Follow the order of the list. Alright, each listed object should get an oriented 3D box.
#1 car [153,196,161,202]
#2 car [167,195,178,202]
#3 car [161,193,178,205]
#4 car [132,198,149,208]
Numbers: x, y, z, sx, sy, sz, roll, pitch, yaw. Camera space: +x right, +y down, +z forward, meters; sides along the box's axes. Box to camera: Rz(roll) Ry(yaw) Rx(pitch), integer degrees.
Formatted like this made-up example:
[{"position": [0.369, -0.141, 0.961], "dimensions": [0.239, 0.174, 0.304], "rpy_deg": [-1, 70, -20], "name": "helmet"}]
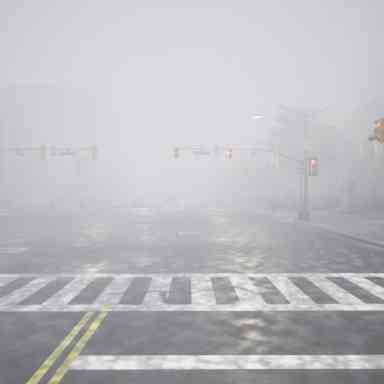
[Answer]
[{"position": [-7.751, 1.523, 74.177], "dimensions": [2.033, 1.411, 5.357], "rpy_deg": [0, 0, -11], "name": "car"}, {"position": [-4.340, 1.461, 75.023], "dimensions": [1.882, 1.535, 5.008], "rpy_deg": [0, 0, -11], "name": "car"}, {"position": [-3.718, 1.206, 59.375], "dimensions": [2.150, 2.045, 5.566], "rpy_deg": [0, 0, 0], "name": "car"}, {"position": [-7.250, 1.552, 47.073], "dimensions": [2.033, 1.411, 5.357], "rpy_deg": [0, 0, 0], "name": "car"}]
